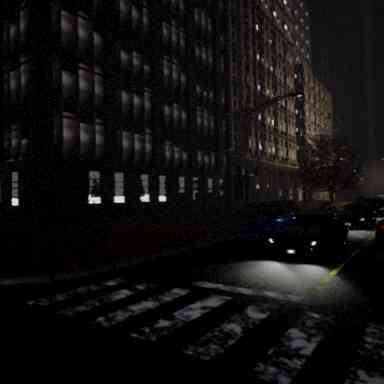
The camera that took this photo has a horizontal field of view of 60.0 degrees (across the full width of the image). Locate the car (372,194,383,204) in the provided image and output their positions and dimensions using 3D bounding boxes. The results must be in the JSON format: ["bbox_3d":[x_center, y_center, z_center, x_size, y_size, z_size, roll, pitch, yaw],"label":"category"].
[{"bbox_3d":[32.678,1.215,57.675,1.967,1.590,4.097,-2,-1,35],"label":"car"}]

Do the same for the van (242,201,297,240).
[{"bbox_3d":[3.940,1.348,16.336,1.690,1.788,3.998,-2,-1,35],"label":"van"}]

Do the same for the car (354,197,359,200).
[{"bbox_3d":[19.906,1.311,39.302,1.967,1.590,4.097,-2,-1,35],"label":"car"}]

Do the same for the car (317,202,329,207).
[{"bbox_3d":[10.233,1.476,25.382,1.752,1.417,4.829,-2,-1,35],"label":"car"}]

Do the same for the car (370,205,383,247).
[{"bbox_3d":[8.842,1.411,13.682,1.994,1.385,4.181,-2,-1,35],"label":"car"}]

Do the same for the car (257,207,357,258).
[{"bbox_3d":[4.647,1.493,12.783,2.033,1.411,5.357,-2,-1,35],"label":"car"}]

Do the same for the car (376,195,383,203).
[{"bbox_3d":[35.874,1.297,62.267,1.887,1.381,4.507,-2,-1,35],"label":"car"}]

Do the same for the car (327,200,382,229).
[{"bbox_3d":[10.414,1.442,21.077,2.033,1.411,5.357,-2,-1,35],"label":"car"}]

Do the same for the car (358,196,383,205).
[{"bbox_3d":[16.375,1.348,29.632,1.837,1.490,4.892,-2,-1,35],"label":"car"}]
